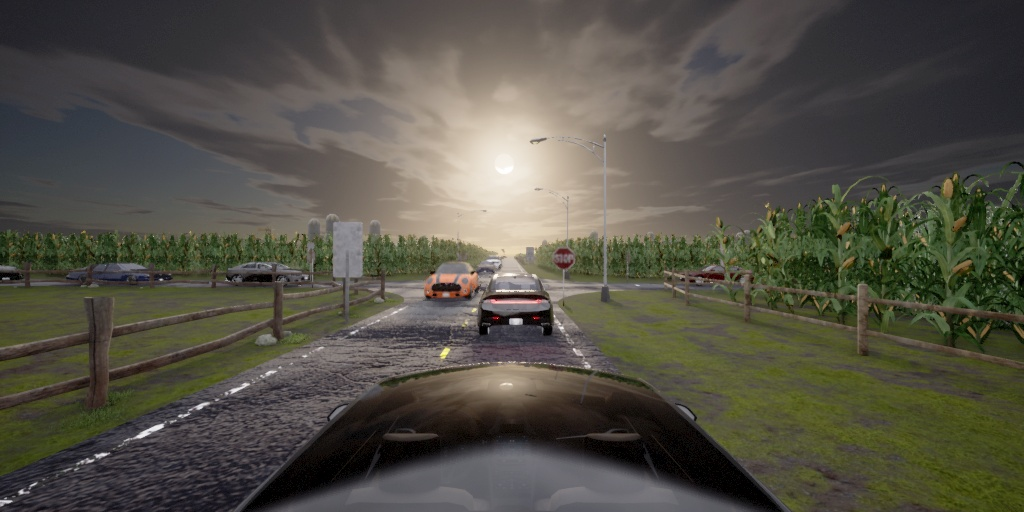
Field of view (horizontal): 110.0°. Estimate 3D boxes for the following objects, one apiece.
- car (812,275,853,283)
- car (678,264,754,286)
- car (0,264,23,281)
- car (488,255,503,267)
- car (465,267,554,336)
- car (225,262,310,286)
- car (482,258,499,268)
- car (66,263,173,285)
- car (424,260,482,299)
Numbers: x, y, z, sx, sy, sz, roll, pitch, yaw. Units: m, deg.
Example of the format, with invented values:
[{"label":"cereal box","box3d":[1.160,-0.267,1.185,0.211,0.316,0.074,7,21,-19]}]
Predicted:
[{"label":"car","box3d":[24.187,1.439,25.874,4.892,1.490,1.837,0,-1,0]},{"label":"car","box3d":[14.723,1.346,25.959,5.008,1.535,1.882,0,-1,1]},{"label":"car","box3d":[-35.258,0.899,23.448,4.553,1.767,2.097,0,-1,0]},{"label":"car","box3d":[-2.892,0.943,55.992,2.150,2.045,5.566,0,1,1]},{"label":"car","box3d":[0.088,1.242,10.384,2.128,1.511,4.902,0,0,0]},{"label":"car","box3d":[-15.730,1.141,23.229,4.902,1.511,2.128,0,-1,2]},{"label":"car","box3d":[-2.898,1.287,41.146,2.033,1.411,5.357,0,0,0]},{"label":"car","box3d":[-25.477,1.144,23.353,5.357,1.411,2.033,0,-1,0]},{"label":"car","box3d":[-2.870,1.101,17.827,2.097,1.767,4.553,0,0,0]}]
